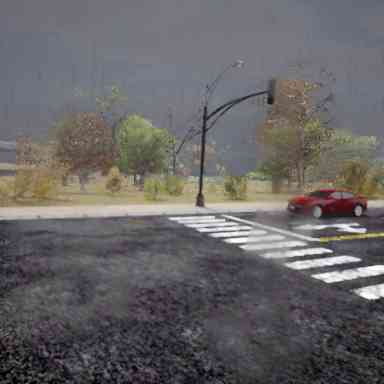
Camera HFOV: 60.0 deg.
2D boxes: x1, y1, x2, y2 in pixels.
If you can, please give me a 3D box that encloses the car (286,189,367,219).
[{"bbox_3d":[7.664,0.572,18.889,5.008,1.535,1.882,0,4,-25],"label":"car"}]
